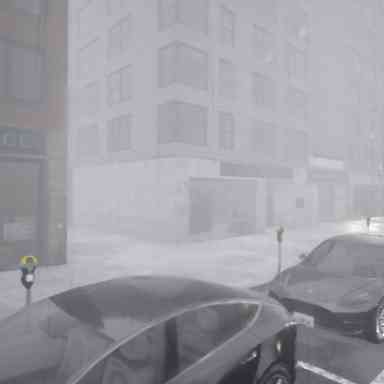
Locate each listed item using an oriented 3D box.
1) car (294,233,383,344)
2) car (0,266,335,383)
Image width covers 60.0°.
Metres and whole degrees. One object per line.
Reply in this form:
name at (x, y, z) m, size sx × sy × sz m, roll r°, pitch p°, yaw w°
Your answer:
car at (3.286, 1.551, 6.486) m, size 4.313 × 1.339 × 1.947 m, roll 0°, pitch 0°, yaw -43°
car at (-0.775, 1.543, 2.739) m, size 4.313 × 1.339 × 1.947 m, roll 0°, pitch 0°, yaw -43°
